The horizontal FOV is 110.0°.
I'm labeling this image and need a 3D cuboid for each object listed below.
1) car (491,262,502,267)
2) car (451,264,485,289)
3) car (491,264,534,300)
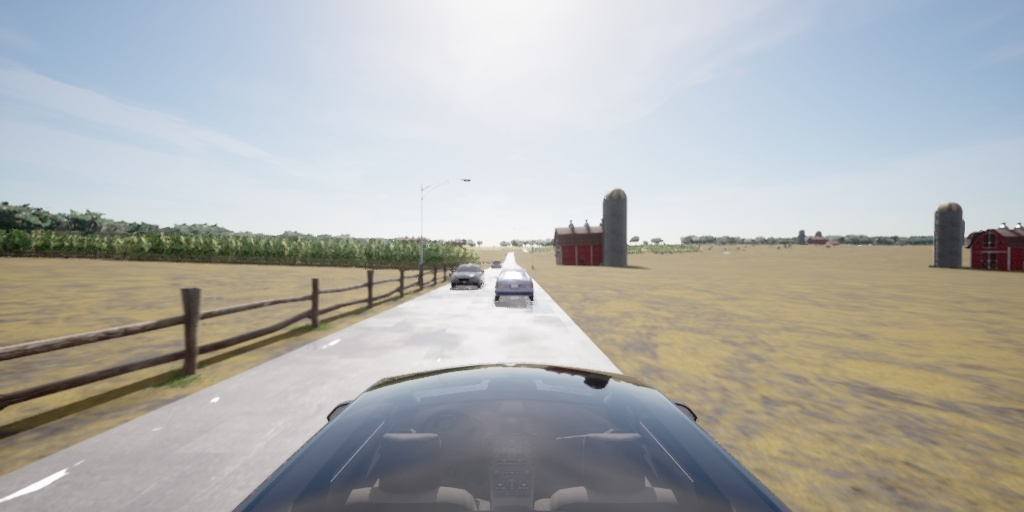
[{"bbox_3d":[-2.736,1.670,64.593,1.895,1.301,4.718,0,-1,0],"label":"car"},{"bbox_3d":[-2.837,1.303,23.742,1.837,1.490,4.892,0,0,0],"label":"car"},{"bbox_3d":[0.109,1.328,17.758,2.033,1.411,5.357,0,0,0],"label":"car"}]
